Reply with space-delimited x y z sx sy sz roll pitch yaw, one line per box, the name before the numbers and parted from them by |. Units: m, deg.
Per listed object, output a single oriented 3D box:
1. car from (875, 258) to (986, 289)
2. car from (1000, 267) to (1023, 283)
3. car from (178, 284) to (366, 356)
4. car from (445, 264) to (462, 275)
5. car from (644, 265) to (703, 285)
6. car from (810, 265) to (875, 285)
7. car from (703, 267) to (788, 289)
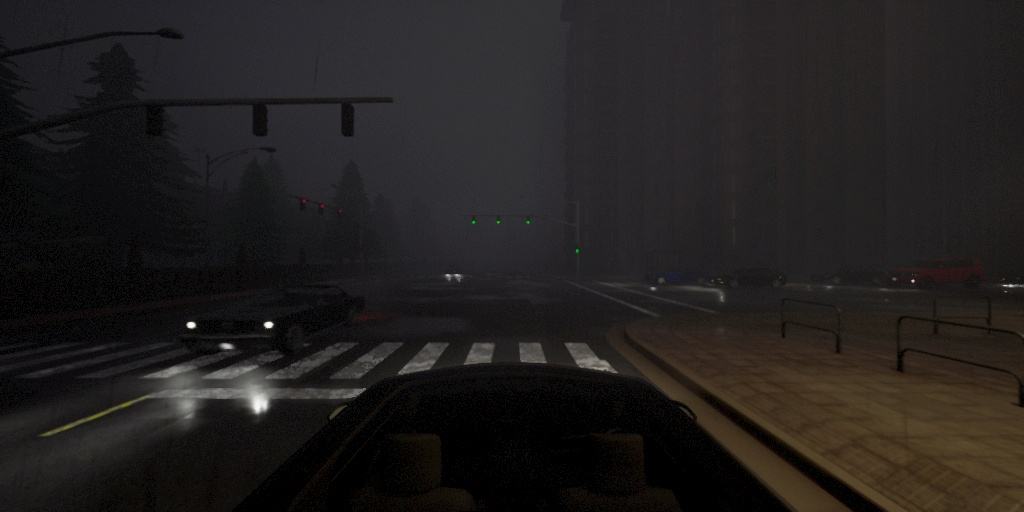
car | 29.459 1.198 25.093 5.566 2.045 2.150 -1 0 -1
car | 42.084 1.581 28.995 4.181 1.385 1.994 0 0 -16
car | -5.422 1.409 8.964 1.895 1.301 4.718 0 0 -2
car | -7.488 1.704 45.651 1.994 1.385 4.181 0 0 -14
car | 13.103 1.487 28.443 5.008 1.535 1.882 0 0 -1
car | 26.633 1.490 28.561 5.008 1.535 1.882 0 0 0
car | 16.387 1.488 24.974 4.892 1.490 1.837 0 0 -1
